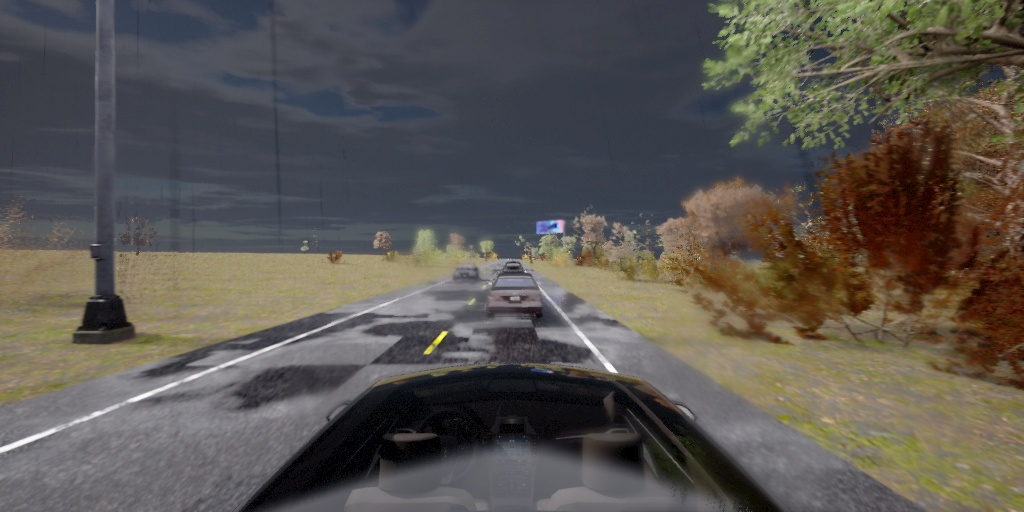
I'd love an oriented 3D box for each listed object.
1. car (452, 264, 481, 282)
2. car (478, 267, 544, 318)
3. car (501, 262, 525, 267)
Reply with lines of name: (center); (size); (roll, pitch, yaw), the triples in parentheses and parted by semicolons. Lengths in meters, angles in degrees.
car: (-3.588, 1.323, 29.186); (1.994, 1.385, 4.181); (0, 0, 0)
car: (0.103, 1.300, 13.018); (2.033, 1.411, 5.357); (0, 0, 0)
car: (0.108, 1.265, 32.253); (1.837, 1.490, 4.892); (0, 0, 0)
